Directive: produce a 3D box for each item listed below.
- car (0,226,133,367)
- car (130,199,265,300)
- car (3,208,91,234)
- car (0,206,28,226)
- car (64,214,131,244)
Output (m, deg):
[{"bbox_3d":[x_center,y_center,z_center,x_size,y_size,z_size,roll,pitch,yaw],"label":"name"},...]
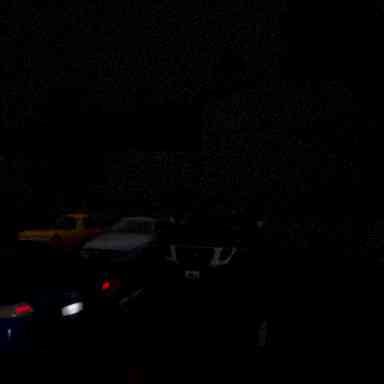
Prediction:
[{"bbox_3d":[-3.258,1.554,5.703,4.181,1.385,1.994,0,0,36],"label":"car"},{"bbox_3d":[0.748,1.234,8.923,2.435,2.045,5.566,1,0,16],"label":"car"},{"bbox_3d":[-4.100,1.457,12.620,1.946,1.575,5.366,0,-1,16],"label":"car"},{"bbox_3d":[-9.037,1.451,15.899,2.163,1.488,4.792,1,0,15],"label":"car"},{"bbox_3d":[-1.695,1.512,10.699,2.002,1.452,4.674,1,0,15],"label":"car"}]
